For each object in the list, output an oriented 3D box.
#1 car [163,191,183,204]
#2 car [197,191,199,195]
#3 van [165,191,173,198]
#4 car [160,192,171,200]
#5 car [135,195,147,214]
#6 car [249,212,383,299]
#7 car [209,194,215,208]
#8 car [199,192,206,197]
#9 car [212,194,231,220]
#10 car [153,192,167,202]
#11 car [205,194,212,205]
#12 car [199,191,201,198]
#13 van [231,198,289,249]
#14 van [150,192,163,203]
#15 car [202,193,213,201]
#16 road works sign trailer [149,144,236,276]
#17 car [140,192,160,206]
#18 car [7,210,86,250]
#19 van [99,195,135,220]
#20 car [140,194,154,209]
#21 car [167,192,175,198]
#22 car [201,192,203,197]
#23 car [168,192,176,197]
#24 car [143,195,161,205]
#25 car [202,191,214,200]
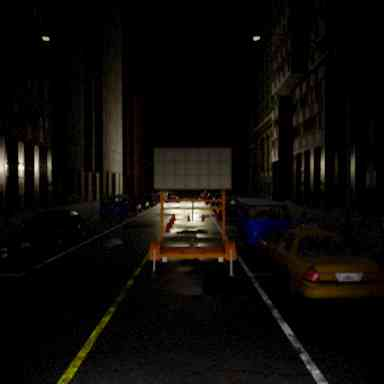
[{"bbox_3d":[-2.934,0.875,50.045,2.097,1.767,4.553,0,1,1],"label":"car"},{"bbox_3d":[2.940,0.669,81.282,1.967,1.590,4.097,0,1,0],"label":"car"},{"bbox_3d":[-5.585,0.570,81.293,1.690,1.788,3.998,0,1,0],"label":"van"},{"bbox_3d":[-5.610,0.775,70.021,1.967,1.590,4.097,0,1,0],"label":"car"},{"bbox_3d":[-5.697,1.273,30.567,1.947,1.339,4.313,0,1,0],"label":"car"},{"bbox_3d":[2.778,1.445,8.185,1.752,1.417,4.829,0,1,0],"label":"car"},{"bbox_3d":[2.828,1.231,30.729,1.752,1.417,4.829,0,1,0],"label":"car"},{"bbox_3d":[2.965,0.691,92.555,1.947,1.339,4.313,0,1,0],"label":"car"},{"bbox_3d":[2.815,1.201,24.922,1.967,1.590,4.097,0,1,0],"label":"car"},{"bbox_3d":[-5.635,0.881,58.748,1.967,1.590,4.097,0,1,0],"label":"car"},{"bbox_3d":[2.840,1.205,36.195,2.008,1.369,4.403,0,1,0],"label":"car"},{"bbox_3d":[2.890,0.756,58.738,2.192,1.841,5.009,0,1,0],"label":"car"},{"bbox_3d":[2.789,1.209,13.649,1.690,1.788,3.998,0,1,0],"label":"van"},{"bbox_3d":[-5.648,0.835,53.111,1.690,1.788,3.998,0,1,0],"label":"van"},{"bbox_3d":[2.903,0.933,64.376,1.887,1.381,4.507,0,1,0],"label":"car"},{"bbox_3d":[0.022,0.367,9.963,2.380,3.560,2.880,0,1,0],"label":"road works sign trailer"},{"bbox_3d":[-5.673,0.916,41.837,2.192,1.841,5.009,0,1,0],"label":"car"},{"bbox_3d":[-5.735,1.434,13.658,1.947,1.339,4.313,0,1,0],"label":"car"},{"bbox_3d":[-5.711,1.102,24.929,1.690,1.788,3.998,0,1,0],"label":"van"},{"bbox_3d":[-5.685,1.220,36.204,1.947,1.339,4.313,0,1,0],"label":"car"},{"bbox_3d":[-5.573,0.704,86.761,1.752,1.417,4.829,0,1,0],"label":"car"},{"bbox_3d":[2.878,1.060,53.104,1.947,1.339,4.313,0,1,0],"label":"car"},{"bbox_3d":[-5.560,0.676,92.567,2.008,1.369,4.403,0,1,0],"label":"car"},{"bbox_3d":[-5.660,1.092,47.476,1.887,1.381,4.507,0,1,0],"label":"car"},{"bbox_3d":[2.865,0.988,47.466,1.967,1.590,4.097,0,1,0],"label":"car"}]
